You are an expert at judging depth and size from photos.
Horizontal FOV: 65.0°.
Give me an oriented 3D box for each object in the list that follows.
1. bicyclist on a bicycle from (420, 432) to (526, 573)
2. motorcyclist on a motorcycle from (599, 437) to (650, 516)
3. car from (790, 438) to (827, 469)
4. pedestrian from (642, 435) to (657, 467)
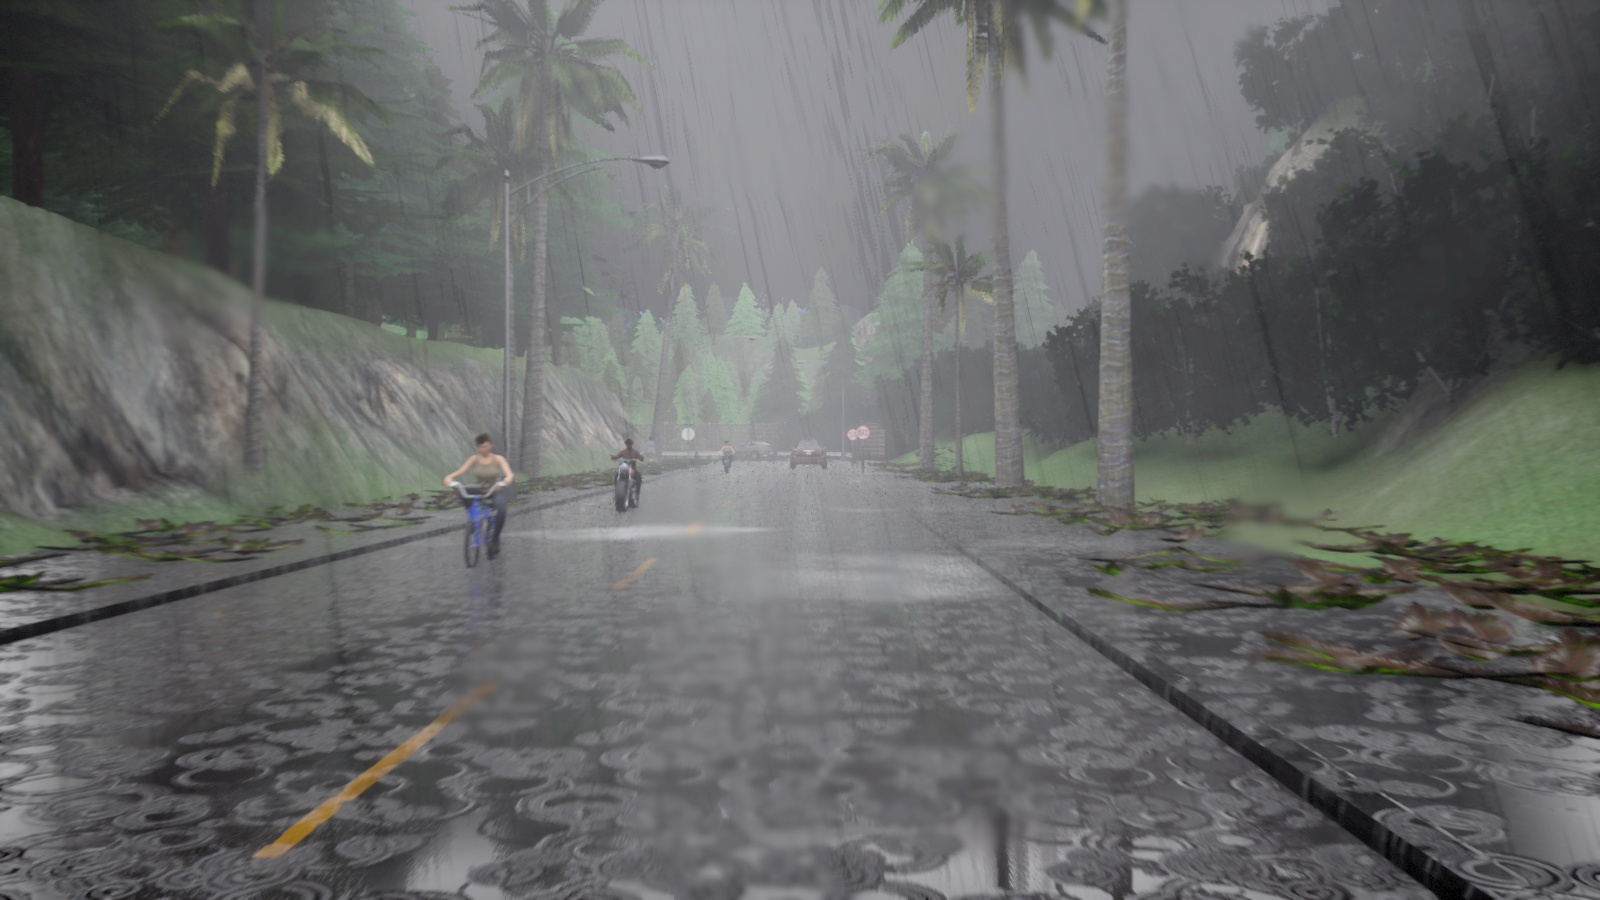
[{"bbox_3d":[-3.894,0.596,15.068,0.866,1.612,1.509,0,0,1],"label":"bicyclist on a bicycle"},{"bbox_3d":[-3.815,0.541,27.501,0.766,1.649,2.350,0,1,0],"label":"motorcyclist on a motorcycle"},{"bbox_3d":[0.508,0.196,73.447,2.097,1.767,4.553,0,0,0],"label":"car"},{"bbox_3d":[-8.822,0.038,73.613,0.874,1.855,0.900,0,0,-10],"label":"pedestrian"}]
